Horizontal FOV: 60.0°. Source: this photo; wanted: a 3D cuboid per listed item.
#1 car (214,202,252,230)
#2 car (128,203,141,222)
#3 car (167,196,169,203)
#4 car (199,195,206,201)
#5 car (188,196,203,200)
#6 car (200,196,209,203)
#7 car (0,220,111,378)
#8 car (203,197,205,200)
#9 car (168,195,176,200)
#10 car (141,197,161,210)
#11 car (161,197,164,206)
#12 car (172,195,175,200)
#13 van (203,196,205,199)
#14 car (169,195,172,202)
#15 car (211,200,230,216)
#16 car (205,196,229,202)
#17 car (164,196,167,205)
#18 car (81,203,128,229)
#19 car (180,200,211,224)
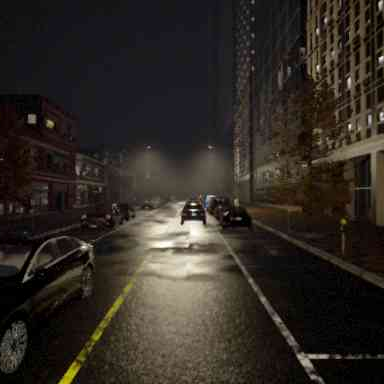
[{"bbox_3d":[2.704,1.587,21.323,1.947,1.339,4.313,1,0,0],"label":"car"},{"bbox_3d":[-5.676,1.593,27.023,1.947,1.339,4.313,1,0,0],"label":"car"},{"bbox_3d":[-5.673,1.645,60.887,1.802,1.307,4.206,1,0,0],"label":"car"},{"bbox_3d":[2.679,1.622,89.222,1.752,1.417,4.829,1,0,0],"label":"car"},{"bbox_3d":[0.105,1.547,42.929,1.837,1.490,4.892,0,0,0],"label":"car"},{"bbox_3d":[2.676,1.642,72.120,1.947,1.339,4.313,1,0,0],"label":"car"},{"bbox_3d":[-3.080,1.497,5.583,2.128,1.511,4.902,0,0,0],"label":"car"},{"bbox_3d":[2.689,1.589,38.255,2.008,1.369,4.403,1,0,0],"label":"car"},{"bbox_3d":[-5.668,1.654,94.752,2.008,1.369,4.403,1,0,0],"label":"car"},{"bbox_3d":[-5.674,1.610,43.955,1.947,1.339,4.313,1,0,0],"label":"car"},{"bbox_3d":[-5.672,1.490,49.600,1.967,1.590,4.097,1,0,0],"label":"car"},{"bbox_3d":[-5.671,1.649,77.819,1.947,1.339,4.313,1,0,0],"label":"car"},{"bbox_3d":[2.680,1.385,43.899,1.690,1.788,3.998,1,0,0],"label":"van"},{"bbox_3d":[-5.672,1.614,66.531,1.887,1.381,4.507,1,0,0],"label":"car"},{"bbox_3d":[2.707,1.609,26.967,1.802,1.307,4.206,1,0,0],"label":"car"},{"bbox_3d":[2.717,1.347,32.611,2.192,1.841,5.009,1,0,0],"label":"car"},{"bbox_3d":[-5.672,1.581,55.073,1.752,1.417,4.829,1,0,0],"label":"car"},{"bbox_3d":[-5.675,1.461,21.379,1.967,1.590,4.097,1,0,0],"label":"car"},{"bbox_3d":[0.102,1.572,25.041,2.033,1.411,5.357,0,0,0],"label":"car"}]
